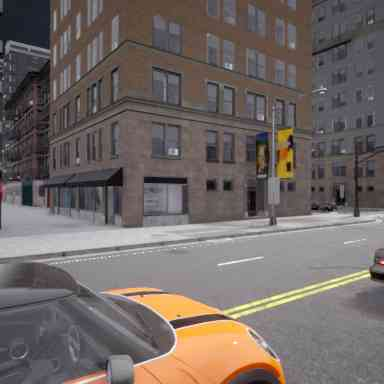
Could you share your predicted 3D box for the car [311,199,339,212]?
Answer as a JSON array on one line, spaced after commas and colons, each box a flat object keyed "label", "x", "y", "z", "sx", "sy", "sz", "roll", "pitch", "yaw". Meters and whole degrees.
[{"label": "car", "x": 13.988, "y": 1.533, "z": 38.428, "sx": 2.033, "sy": 1.411, "sz": 5.357, "roll": 0, "pitch": 0, "yaw": -36}]

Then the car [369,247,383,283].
[{"label": "car", "x": 6.455, "y": 1.549, "z": 8.242, "sx": 5.357, "sy": 1.411, "sz": 2.033, "roll": 0, "pitch": 0, "yaw": -37}]

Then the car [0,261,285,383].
[{"label": "car", "x": -1.349, "y": 1.352, "z": 2.442, "sx": 4.553, "sy": 1.767, "sz": 2.097, "roll": 0, "pitch": 0, "yaw": -37}]
